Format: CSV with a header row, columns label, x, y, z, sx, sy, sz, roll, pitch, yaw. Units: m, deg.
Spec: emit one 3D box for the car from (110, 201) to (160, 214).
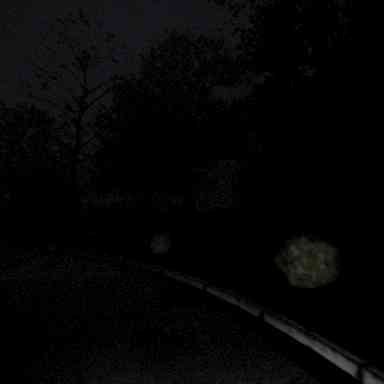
label,x,y,z,sx,sy,sz,roll,pitch,yaw
car,-6.272,1.721,36.926,5.357,1.411,2.033,-1,0,-26
